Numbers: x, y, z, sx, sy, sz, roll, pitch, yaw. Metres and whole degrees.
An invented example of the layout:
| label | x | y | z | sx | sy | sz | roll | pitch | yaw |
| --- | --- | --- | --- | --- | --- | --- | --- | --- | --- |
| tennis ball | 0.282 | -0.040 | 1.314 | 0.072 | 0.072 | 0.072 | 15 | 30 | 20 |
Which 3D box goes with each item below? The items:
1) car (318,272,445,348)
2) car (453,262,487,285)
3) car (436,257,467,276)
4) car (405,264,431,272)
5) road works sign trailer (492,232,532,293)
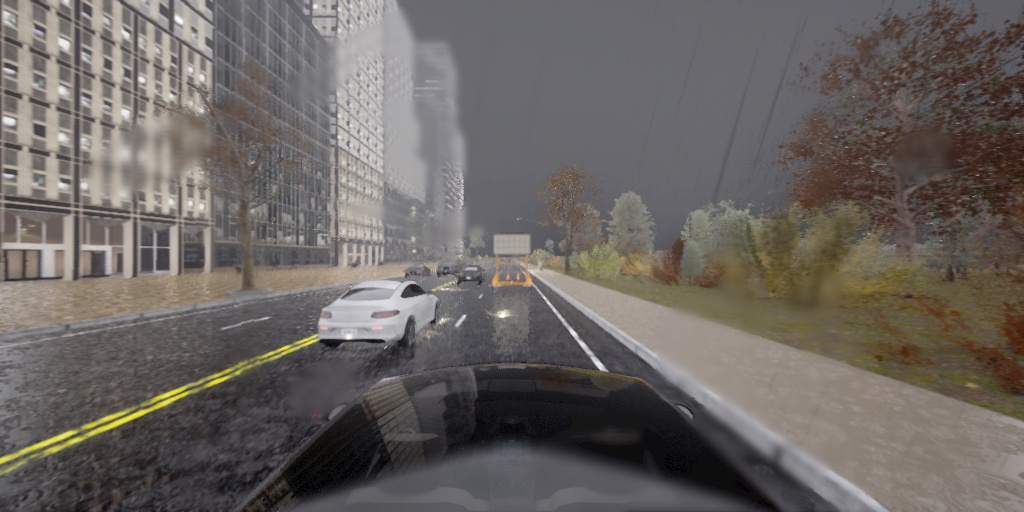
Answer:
| label | x | y | z | sx | sy | sz | roll | pitch | yaw |
| --- | --- | --- | --- | --- | --- | --- | --- | --- | --- |
| car | -3.150 | 1.320 | 9.247 | 1.812 | 1.442 | 4.674 | 0 | 0 | 0 |
| car | -3.149 | 1.437 | 28.294 | 1.812 | 1.442 | 4.674 | 0 | 0 | 0 |
| car | -6.587 | 1.196 | 38.542 | 2.150 | 2.045 | 5.566 | 0 | 0 | 0 |
| car | -9.832 | 1.535 | 37.712 | 1.994 | 1.385 | 4.181 | 0 | 0 | 0 |
| road works sign trailer | 0.001 | 0.337 | 21.947 | 2.380 | 3.560 | 2.880 | 0 | 0 | 0 |
